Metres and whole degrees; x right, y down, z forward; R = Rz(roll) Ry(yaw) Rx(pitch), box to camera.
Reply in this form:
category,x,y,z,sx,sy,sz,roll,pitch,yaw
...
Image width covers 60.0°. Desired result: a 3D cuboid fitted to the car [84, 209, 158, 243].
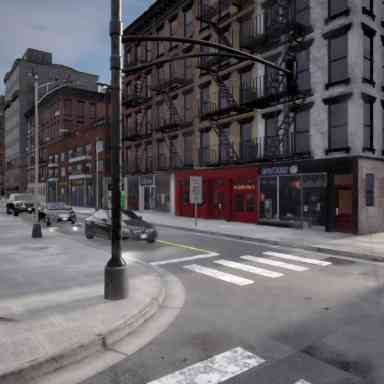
category,x,y,z,sx,sy,sz,roll,pitch,yaw
car,-3.408,1.508,15.225,1.812,1.442,4.674,0,0,-39

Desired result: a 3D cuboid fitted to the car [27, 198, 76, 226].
category,x,y,z,sx,sy,sz,roll,pitch,yaw
car,-9.676,1.457,23.342,2.128,1.511,4.902,0,0,-38

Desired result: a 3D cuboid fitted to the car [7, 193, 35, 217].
category,x,y,z,sx,sy,sz,roll,pitch,yaw
car,-16.029,1.168,31.607,2.150,2.045,5.566,0,0,-37
